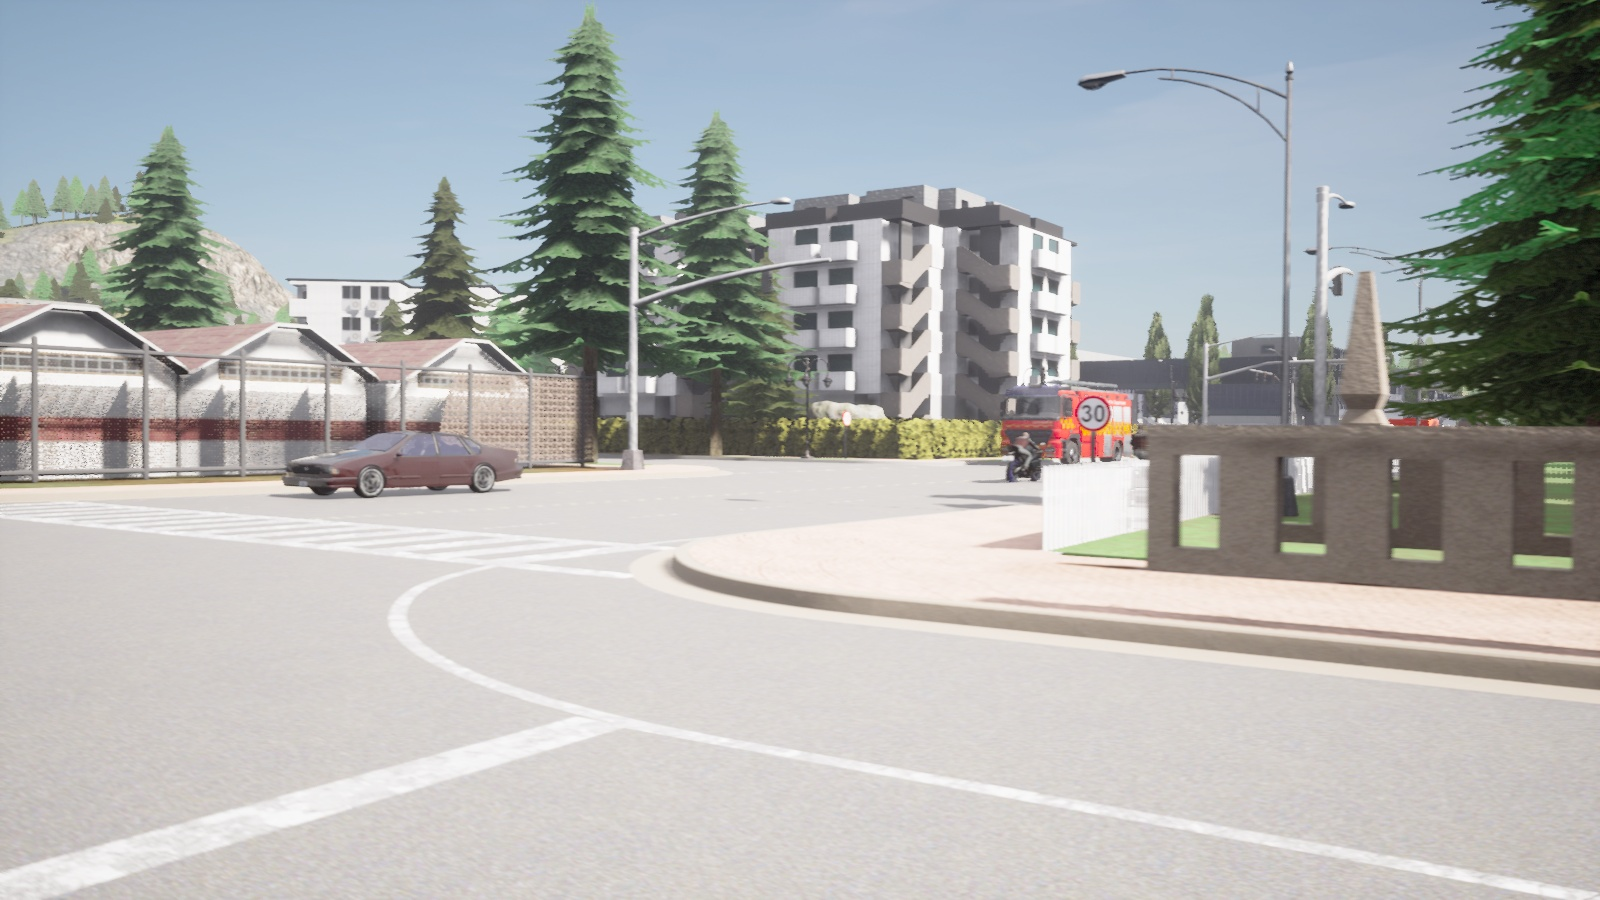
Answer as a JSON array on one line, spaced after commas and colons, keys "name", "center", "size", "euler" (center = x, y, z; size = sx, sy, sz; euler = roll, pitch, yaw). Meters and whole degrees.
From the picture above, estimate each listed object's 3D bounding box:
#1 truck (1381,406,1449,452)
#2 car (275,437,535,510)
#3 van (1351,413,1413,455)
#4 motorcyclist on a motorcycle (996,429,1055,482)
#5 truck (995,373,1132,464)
[{"name": "truck", "center": [34.836, -1.174, 71.021], "size": [2.627, 2.467, 5.204], "euler": [0, 1, 35]}, {"name": "car", "center": [-8.628, 0.442, 27.932], "size": [2.033, 1.411, 5.357], "euler": [0, 1, 35]}, {"name": "van", "center": [29.432, -0.795, 63.404], "size": [2.069, 2.038, 4.480], "euler": [0, 1, 35]}, {"name": "motorcyclist on a motorcycle", "center": [6.744, 0.133, 37.496], "size": [0.866, 1.530, 2.191], "euler": [0, 1, 35]}, {"name": "truck", "center": [12.154, -1.420, 57.286], "size": [2.891, 3.827, 8.468], "euler": [0, 1, 36]}]
